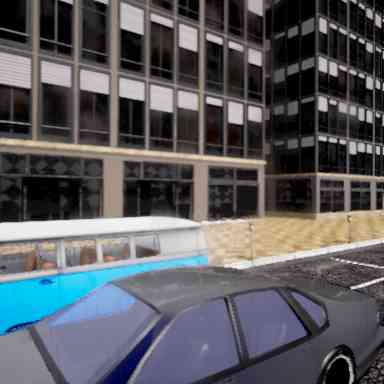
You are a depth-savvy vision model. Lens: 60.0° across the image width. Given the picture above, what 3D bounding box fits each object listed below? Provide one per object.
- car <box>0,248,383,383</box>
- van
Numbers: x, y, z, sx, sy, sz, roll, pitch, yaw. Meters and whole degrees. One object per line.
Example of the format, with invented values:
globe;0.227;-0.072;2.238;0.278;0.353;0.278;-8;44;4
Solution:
car;-0.140;1.549;3.273;5.357;1.411;2.033;0;0;-35
van;-1.591;1.343;5.418;3.998;1.788;1.690;0;0;-35
